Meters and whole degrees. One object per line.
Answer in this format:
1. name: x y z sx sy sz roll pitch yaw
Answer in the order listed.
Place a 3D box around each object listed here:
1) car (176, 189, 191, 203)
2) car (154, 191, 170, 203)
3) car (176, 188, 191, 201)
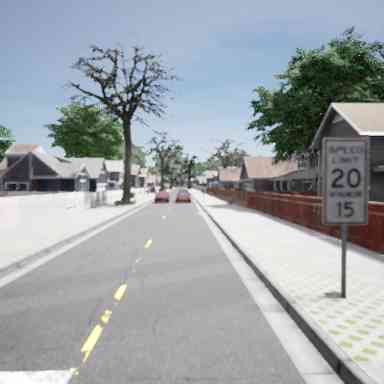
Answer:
1. car: -1.094 0.703 43.867 1.994 1.385 4.181 0 1 0
2. car: -3.882 0.621 44.031 1.882 1.535 5.008 0 1 -2
3. car: -1.299 0.358 50.316 2.097 1.767 4.553 0 1 -2
